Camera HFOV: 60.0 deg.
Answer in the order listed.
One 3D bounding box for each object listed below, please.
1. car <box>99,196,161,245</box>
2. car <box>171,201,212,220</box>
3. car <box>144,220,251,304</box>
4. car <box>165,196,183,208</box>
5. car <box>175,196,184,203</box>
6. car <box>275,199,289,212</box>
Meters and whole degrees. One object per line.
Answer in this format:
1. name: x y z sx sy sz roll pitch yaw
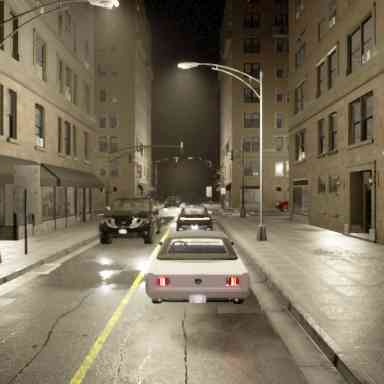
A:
1. car: -2.746 1.228 15.951 2.150 2.045 5.566 0 0 0
2. car: 0.111 1.498 18.308 2.128 1.511 4.902 0 0 -1
3. car: 0.106 1.602 8.087 1.895 1.301 4.718 0 0 0
4. car: -2.831 1.397 48.992 2.097 1.767 4.553 0 0 0
5. car: -2.730 1.587 73.764 1.837 1.490 4.892 0 0 0
6. car: 12.277 1.352 38.548 5.009 1.841 2.192 0 0 0
